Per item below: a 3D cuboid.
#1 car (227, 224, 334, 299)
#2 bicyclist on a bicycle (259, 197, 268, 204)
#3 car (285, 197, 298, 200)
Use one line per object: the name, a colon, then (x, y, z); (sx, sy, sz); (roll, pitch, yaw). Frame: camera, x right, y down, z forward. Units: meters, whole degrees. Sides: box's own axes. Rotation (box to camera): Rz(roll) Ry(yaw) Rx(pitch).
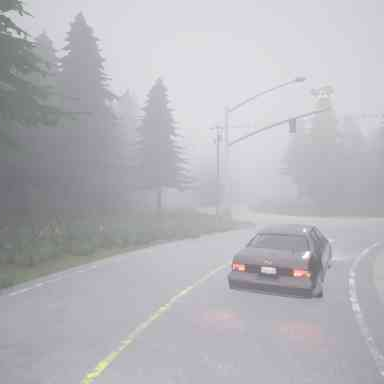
car: (2.536, 1.547, 8.645); (2.033, 1.411, 5.357); (0, 0, 25)
bicyclist on a bicycle: (8.680, 1.480, 40.159); (1.656, 1.620, 0.582); (0, 0, -1)
car: (19.698, 1.591, 65.541); (4.181, 1.385, 1.994); (0, 0, -44)
